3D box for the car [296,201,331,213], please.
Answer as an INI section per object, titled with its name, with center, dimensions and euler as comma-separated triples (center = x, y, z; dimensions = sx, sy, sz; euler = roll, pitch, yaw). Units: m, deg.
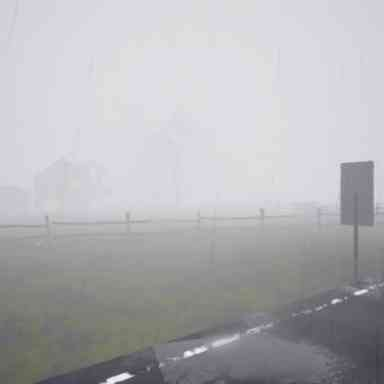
[car]
center = 14.905, 1.828, 41.578
dimensions = 2.033, 1.411, 5.357
euler = 0, -1, -15
